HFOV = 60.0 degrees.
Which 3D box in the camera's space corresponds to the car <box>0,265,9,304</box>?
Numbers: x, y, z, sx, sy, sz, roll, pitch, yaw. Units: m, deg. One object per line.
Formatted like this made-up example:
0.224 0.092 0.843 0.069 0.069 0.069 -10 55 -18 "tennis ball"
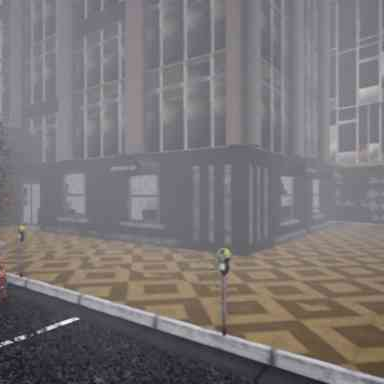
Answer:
-5.260 1.589 6.626 4.206 1.307 1.802 0 0 35 "car"
